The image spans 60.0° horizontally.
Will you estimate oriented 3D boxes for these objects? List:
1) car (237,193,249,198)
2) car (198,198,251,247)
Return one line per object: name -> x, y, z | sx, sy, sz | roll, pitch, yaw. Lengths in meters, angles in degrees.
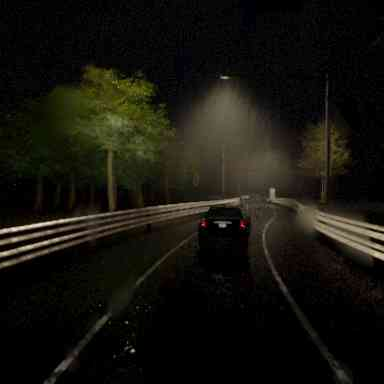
car -> 12.468, 1.181, 81.835 | 2.150, 2.045, 5.566 | 0, 0, -3
car -> 1.628, 1.357, 15.363 | 2.097, 1.767, 4.553 | 1, 0, 11
